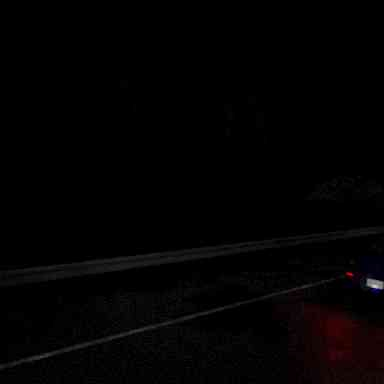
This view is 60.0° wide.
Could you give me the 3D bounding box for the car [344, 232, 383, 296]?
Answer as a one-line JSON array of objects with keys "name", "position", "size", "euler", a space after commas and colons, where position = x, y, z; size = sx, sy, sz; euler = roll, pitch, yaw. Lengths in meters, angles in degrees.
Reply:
[{"name": "car", "position": [5.270, 1.543, 7.521], "size": [4.674, 1.442, 1.812], "euler": [0, 0, -36]}]
